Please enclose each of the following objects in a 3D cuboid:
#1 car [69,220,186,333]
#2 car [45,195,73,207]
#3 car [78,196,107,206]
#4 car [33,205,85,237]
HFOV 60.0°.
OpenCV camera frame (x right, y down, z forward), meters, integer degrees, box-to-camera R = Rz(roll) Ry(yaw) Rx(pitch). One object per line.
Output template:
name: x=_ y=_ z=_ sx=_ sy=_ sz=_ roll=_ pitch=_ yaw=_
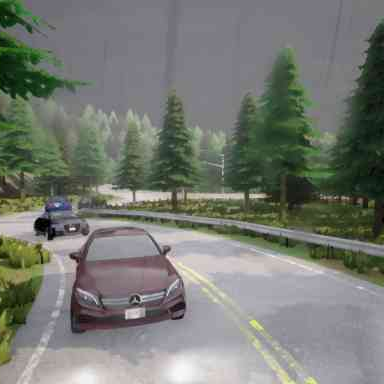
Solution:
car: x=-1.523 y=1.522 z=7.086 sx=1.812 sy=1.442 sz=4.674 roll=-2 pitch=0 yaw=-17
car: x=-12.869 y=1.323 z=32.229 sx=2.150 sy=2.045 sz=5.566 roll=-1 pitch=0 yaw=-18
car: x=-12.727 y=1.285 z=42.819 sx=2.097 sy=1.767 sz=4.553 roll=2 pitch=2 yaw=13
car: x=-7.074 y=1.662 z=17.832 sx=1.994 sy=1.385 sz=4.181 roll=-4 pitch=2 yaw=-38
